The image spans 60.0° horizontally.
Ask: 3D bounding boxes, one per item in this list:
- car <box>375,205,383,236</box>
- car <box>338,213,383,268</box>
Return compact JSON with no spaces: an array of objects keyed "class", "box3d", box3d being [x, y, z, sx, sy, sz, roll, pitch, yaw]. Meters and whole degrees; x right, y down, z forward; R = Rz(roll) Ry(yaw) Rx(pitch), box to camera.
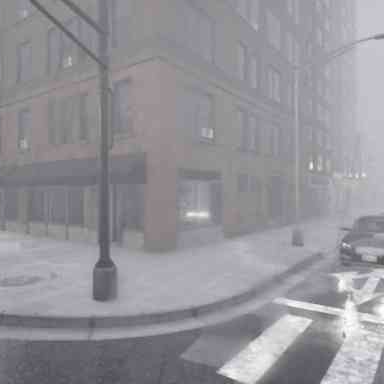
[{"class":"car","box3d":[12.167,1.575,19.358,2.128,1.511,4.902,0,0,35]},{"class":"car","box3d":[6.260,1.542,10.999,2.128,1.511,4.902,0,0,36]}]
